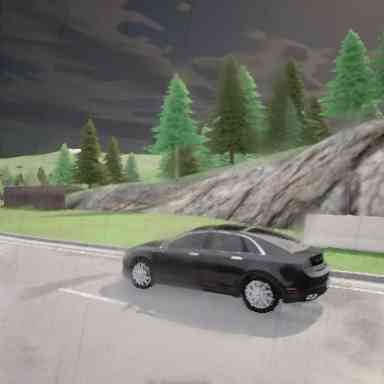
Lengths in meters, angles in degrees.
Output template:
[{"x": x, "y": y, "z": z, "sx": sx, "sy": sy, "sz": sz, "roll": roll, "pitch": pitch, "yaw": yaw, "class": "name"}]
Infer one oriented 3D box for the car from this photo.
[{"x": 0.551, "y": 1.516, "z": 7.659, "sx": 4.892, "sy": 1.490, "sz": 1.837, "roll": -1, "pitch": -1, "yaw": 33, "class": "car"}]
